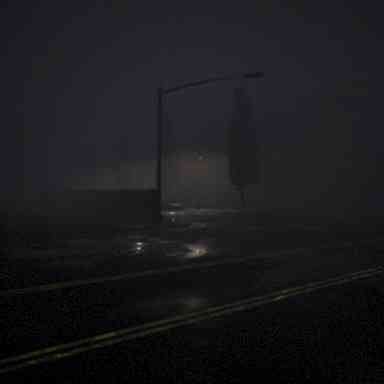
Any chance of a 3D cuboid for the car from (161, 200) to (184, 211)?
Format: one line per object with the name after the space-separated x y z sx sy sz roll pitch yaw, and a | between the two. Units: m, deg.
-2.965 1.773 44.401 1.812 1.442 4.674 1 0 -36 | car
